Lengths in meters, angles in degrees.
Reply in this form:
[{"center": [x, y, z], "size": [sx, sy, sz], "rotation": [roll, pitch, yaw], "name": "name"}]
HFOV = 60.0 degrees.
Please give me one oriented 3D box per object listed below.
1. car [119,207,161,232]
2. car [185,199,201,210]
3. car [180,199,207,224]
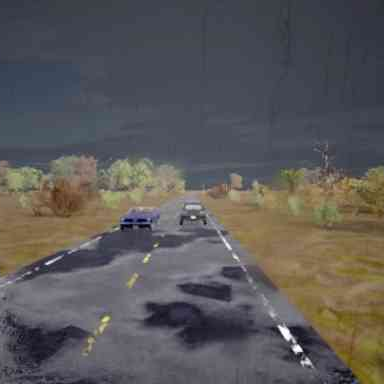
[{"center": [-3.038, 1.579, 20.109], "size": [1.895, 1.301, 4.718], "rotation": [0, 0, 0], "name": "car"}, {"center": [0.085, 1.553, 42.077], "size": [1.895, 1.301, 4.718], "rotation": [0, 0, 0], "name": "car"}, {"center": [0.091, 1.499, 24.249], "size": [1.812, 1.442, 4.674], "rotation": [0, 0, 0], "name": "car"}]
